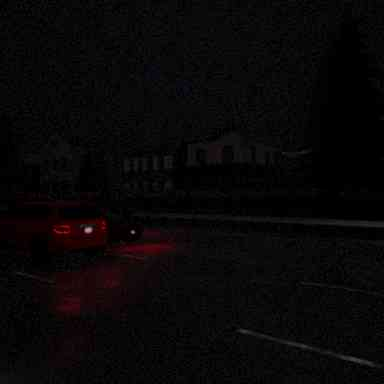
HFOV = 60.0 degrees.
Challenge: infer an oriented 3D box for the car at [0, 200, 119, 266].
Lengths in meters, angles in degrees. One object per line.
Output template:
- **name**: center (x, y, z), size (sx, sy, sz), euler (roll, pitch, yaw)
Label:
- **car**: center (-5.485, 1.321, 12.186), size (5.566, 2.045, 2.150), euler (0, 0, 36)

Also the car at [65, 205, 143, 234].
- **car**: center (-5.597, 1.634, 20.871), size (4.902, 1.511, 2.128), euler (-1, 0, 36)

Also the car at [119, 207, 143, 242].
- **car**: center (-4.565, 1.588, 15.829), size (5.008, 1.535, 1.882), euler (0, 0, 36)
